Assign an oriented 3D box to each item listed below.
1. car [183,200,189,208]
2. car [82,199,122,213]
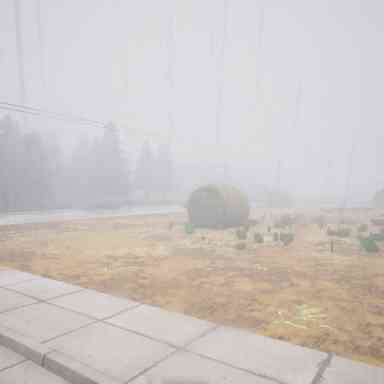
[{"bbox_3d":[0.606,1.590,46.680,1.994,1.385,4.181,0,0,37],"label":"car"},{"bbox_3d":[-10.320,1.518,38.147,2.128,1.511,4.902,0,0,37],"label":"car"}]
